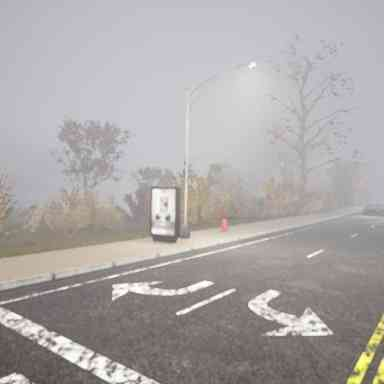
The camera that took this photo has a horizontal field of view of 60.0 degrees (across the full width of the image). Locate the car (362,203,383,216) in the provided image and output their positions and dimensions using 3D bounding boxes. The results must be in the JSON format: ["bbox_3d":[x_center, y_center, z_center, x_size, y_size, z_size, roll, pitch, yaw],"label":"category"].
[{"bbox_3d":[20.697,1.995,37.835,1.994,1.385,4.181,0,-1,34],"label":"car"}]
